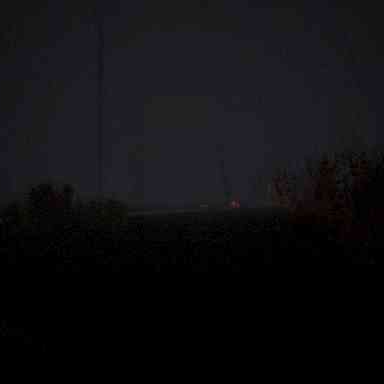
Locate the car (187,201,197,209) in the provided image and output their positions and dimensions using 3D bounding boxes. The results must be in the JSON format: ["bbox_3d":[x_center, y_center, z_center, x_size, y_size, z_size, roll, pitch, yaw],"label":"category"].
[{"bbox_3d":[1.000,2.312,60.272,1.882,1.535,5.008,-2,-2,36],"label":"car"}]

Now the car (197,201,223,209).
[{"bbox_3d":[3.430,2.342,57.510,1.895,1.301,4.718,-2,-2,36],"label":"car"}]

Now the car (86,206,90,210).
[{"bbox_3d":[-12.631,2.086,41.448,1.837,1.490,4.892,-2,-2,36],"label":"car"}]

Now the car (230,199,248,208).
[{"bbox_3d":[9.317,2.206,65.786,2.097,1.767,4.553,-2,-2,36],"label":"car"}]
